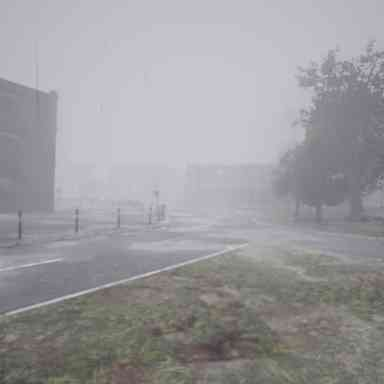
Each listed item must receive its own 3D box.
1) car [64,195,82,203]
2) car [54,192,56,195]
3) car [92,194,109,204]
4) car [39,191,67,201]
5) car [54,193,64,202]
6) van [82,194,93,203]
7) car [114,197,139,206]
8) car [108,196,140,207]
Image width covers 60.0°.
[{"bbox_3d":[-24.617,1.374,72.202,2.185,1.767,4.553,2,-1,30],"label":"car"},{"bbox_3d":[-29.443,1.340,74.963,2.231,1.521,4.892,2,-1,30],"label":"car"},{"bbox_3d":[-17.398,1.598,68.023,2.185,1.767,4.553,2,-1,30],"label":"car"},{"bbox_3d":[-31.824,1.008,76.377,2.435,2.045,5.566,2,-1,30],"label":"car"},{"bbox_3d":[-27.152,1.415,73.624,2.097,1.535,5.008,2,-1,30],"label":"car"},{"bbox_3d":[-19.985,1.421,69.353,1.878,1.987,4.442,2,-1,30],"label":"van"},{"bbox_3d":[-12.731,1.877,65.246,2.163,1.488,4.792,1,-1,30],"label":"car"},{"bbox_3d":[-11.124,1.766,55.814,5.008,1.535,1.882,2,-1,28],"label":"car"}]
